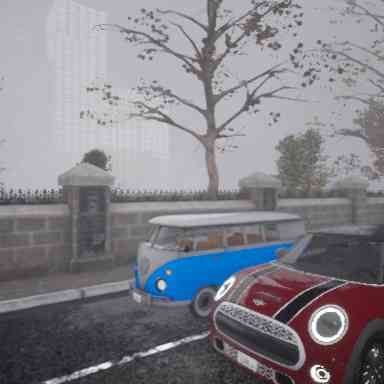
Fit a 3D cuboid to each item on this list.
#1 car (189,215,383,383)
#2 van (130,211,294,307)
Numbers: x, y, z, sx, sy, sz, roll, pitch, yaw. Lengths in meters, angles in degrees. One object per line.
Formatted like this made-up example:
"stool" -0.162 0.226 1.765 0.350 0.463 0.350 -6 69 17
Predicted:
"car" 2.461 1.352 5.133 4.553 1.767 2.097 0 0 -36
"van" 0.744 1.341 7.093 3.998 1.788 1.690 0 0 -36
